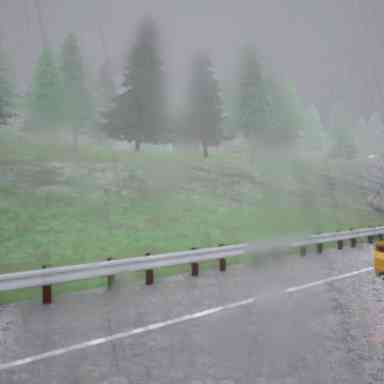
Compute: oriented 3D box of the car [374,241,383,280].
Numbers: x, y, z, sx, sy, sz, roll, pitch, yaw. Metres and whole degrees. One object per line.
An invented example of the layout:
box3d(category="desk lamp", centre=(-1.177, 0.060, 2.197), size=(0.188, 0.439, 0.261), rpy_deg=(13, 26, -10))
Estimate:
box3d(category="car", centre=(6.599, 1.479, 8.466), size=(5.008, 1.535, 1.882), rpy_deg=(0, 0, -36))
